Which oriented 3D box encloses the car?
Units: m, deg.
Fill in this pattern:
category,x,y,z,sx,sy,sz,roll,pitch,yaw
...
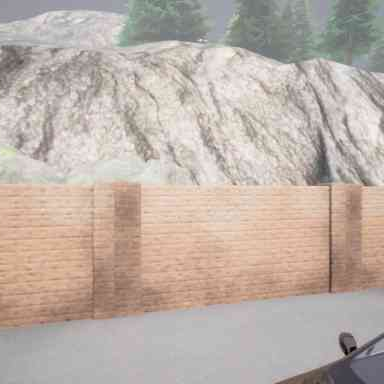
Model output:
category,x,y,z,sx,sy,sz,roll,pitch,yaw
car,2.178,1.492,1.904,4.902,1.511,2.128,0,0,-18
